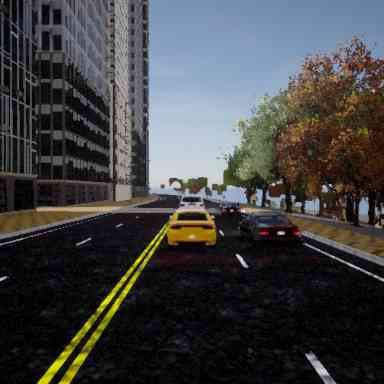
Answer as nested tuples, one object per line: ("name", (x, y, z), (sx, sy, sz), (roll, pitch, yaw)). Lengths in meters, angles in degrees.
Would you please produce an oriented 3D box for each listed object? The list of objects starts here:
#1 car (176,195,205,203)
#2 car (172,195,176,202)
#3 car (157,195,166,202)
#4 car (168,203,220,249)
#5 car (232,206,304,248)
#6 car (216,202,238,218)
("car", (-0.001, 1.251, 29.680), (2.150, 2.045, 5.566), (0, 0, 0))
("car", (-3.629, 1.440, 76.068), (1.837, 1.490, 4.892), (0, 0, -2))
("car", (-6.878, 1.465, 75.964), (1.812, 1.442, 4.674), (0, 0, -2))
("car", (-0.001, 1.483, 14.650), (1.882, 1.535, 5.008), (0, 0, 0))
("car", (3.249, 1.561, 14.651), (2.033, 1.411, 5.357), (0, 0, 0))
("car", (3.249, 1.557, 29.651), (2.033, 1.411, 5.357), (0, 0, 0))
